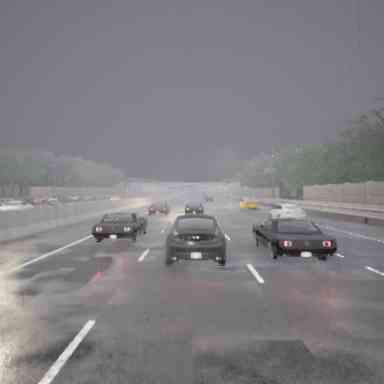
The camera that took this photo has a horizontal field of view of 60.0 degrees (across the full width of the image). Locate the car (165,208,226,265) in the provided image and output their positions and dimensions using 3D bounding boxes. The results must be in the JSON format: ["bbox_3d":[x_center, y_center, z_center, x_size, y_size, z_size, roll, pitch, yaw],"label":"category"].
[{"bbox_3d":[0.123,1.529,11.689,1.837,1.490,4.892,0,0,0],"label":"car"}]

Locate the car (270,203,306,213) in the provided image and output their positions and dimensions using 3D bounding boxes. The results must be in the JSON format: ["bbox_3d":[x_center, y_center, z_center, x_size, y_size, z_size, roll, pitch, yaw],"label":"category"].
[{"bbox_3d":[7.177,1.589,25.091,1.812,1.442,4.674,0,0,1],"label":"car"}]

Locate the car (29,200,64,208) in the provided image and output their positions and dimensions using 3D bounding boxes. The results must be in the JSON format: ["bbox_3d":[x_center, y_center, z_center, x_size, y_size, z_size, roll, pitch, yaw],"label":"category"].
[{"bbox_3d":[-13.963,1.689,33.215,1.895,1.301,4.718,0,0,1],"label":"car"}]

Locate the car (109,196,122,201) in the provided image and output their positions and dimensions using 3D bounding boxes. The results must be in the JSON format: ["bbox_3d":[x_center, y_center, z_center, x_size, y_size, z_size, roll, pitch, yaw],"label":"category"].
[{"bbox_3d":[-16.913,1.656,73.569,1.882,1.535,5.008,0,0,1],"label":"car"}]

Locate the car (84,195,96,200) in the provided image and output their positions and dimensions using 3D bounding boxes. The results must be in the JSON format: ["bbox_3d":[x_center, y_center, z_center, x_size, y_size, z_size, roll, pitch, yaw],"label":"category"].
[{"bbox_3d":[-23.836,1.402,78.506,1.882,1.535,5.008,0,0,1],"label":"car"}]

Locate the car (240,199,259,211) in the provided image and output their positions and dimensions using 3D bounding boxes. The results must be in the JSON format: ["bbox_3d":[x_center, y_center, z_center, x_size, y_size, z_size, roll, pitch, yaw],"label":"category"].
[{"bbox_3d":[7.311,1.593,42.755,1.882,1.535,5.008,0,0,1],"label":"car"}]

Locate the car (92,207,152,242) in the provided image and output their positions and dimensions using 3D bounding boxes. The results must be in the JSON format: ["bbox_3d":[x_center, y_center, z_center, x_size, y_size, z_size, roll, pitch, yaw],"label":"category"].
[{"bbox_3d":[-3.362,1.638,16.480,1.895,1.301,4.718,0,0,0],"label":"car"}]

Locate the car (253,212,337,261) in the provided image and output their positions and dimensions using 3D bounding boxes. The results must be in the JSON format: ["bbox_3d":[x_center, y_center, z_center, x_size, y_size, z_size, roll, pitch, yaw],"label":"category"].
[{"bbox_3d":[3.522,1.627,12.412,1.895,1.301,4.718,0,0,0],"label":"car"}]

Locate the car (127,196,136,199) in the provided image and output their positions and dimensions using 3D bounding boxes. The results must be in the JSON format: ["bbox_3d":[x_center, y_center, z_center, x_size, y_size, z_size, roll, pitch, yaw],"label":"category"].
[{"bbox_3d":[-13.408,1.656,73.929,1.882,1.535,5.008,0,0,1],"label":"car"}]

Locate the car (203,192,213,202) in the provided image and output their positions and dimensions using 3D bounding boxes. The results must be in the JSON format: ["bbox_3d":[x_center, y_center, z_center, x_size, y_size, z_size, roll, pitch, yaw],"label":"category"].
[{"bbox_3d":[4.306,1.573,86.484,2.097,1.767,4.553,0,0,1],"label":"car"}]

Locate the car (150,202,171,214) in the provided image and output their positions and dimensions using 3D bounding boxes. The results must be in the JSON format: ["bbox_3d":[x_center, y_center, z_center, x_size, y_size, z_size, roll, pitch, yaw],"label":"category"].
[{"bbox_3d":[-3.261,1.692,34.232,1.895,1.301,4.718,0,0,0],"label":"car"}]

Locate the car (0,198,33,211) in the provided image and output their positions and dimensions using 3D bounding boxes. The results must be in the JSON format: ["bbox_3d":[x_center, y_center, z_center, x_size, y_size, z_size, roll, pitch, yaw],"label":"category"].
[{"bbox_3d":[-17.462,1.613,32.984,1.812,1.442,4.674,0,0,0],"label":"car"}]

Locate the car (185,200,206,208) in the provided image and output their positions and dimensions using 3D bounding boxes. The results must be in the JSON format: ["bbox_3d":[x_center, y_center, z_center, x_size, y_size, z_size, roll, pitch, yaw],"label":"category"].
[{"bbox_3d":[0.239,1.692,34.306,1.895,1.301,4.718,0,0,0],"label":"car"}]
